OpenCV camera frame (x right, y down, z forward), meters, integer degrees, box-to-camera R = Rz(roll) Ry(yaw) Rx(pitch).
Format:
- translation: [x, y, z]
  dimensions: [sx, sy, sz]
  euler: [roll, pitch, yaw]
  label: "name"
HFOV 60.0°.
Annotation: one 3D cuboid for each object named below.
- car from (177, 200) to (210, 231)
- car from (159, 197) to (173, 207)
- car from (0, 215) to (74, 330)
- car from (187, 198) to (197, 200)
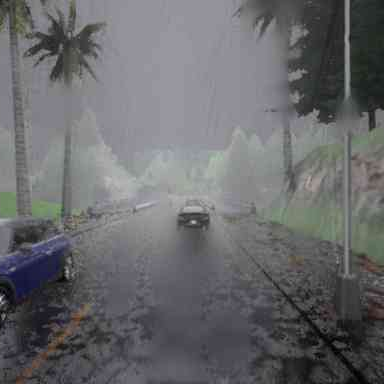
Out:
- translation: [0.085, 1.510, 20.833]
  dimensions: [1.882, 1.535, 5.008]
  euler: [0, 0, 0]
  label: "car"
- translation: [-4.075, 1.572, 52.421]
  dimensions: [2.128, 1.511, 4.902]
  euler: [0, 0, 0]
  label: "car"
- translation: [-4.103, 1.361, 6.707]
  dimensions: [2.097, 1.767, 4.553]
  euler: [0, 0, 0]
  label: "car"
- translation: [0.059, 1.566, 47.343]
  dimensions: [2.128, 1.511, 4.902]
  euler: [0, 0, 0]
  label: "car"
